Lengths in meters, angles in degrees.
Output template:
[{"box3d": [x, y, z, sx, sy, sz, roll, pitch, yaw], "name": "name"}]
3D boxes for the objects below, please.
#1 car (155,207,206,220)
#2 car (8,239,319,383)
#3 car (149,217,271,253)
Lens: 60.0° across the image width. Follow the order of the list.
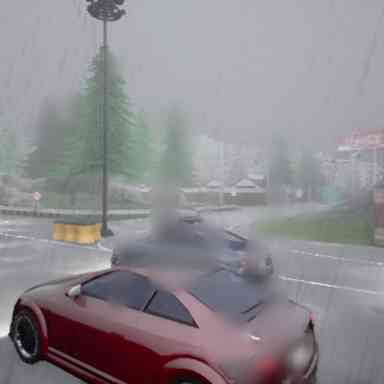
[{"box3d": [-0.613, 1.479, 15.959, 1.837, 1.490, 4.892, -4, 1, -14], "name": "car"}, {"box3d": [-0.579, 1.555, 4.406, 4.181, 1.385, 1.994, 0, 0, 35], "name": "car"}, {"box3d": [-0.107, 1.550, 8.366, 4.181, 1.385, 1.994, 0, 0, 35], "name": "car"}]
